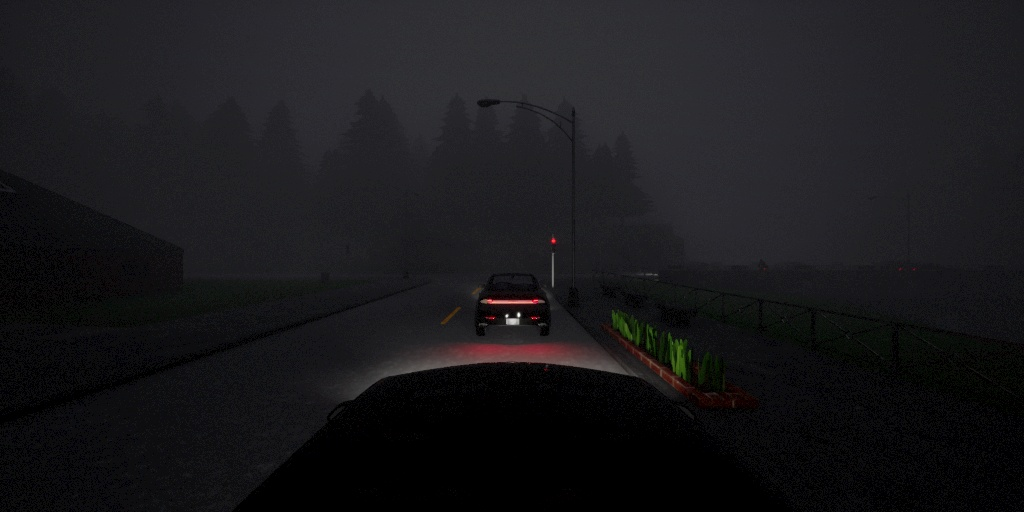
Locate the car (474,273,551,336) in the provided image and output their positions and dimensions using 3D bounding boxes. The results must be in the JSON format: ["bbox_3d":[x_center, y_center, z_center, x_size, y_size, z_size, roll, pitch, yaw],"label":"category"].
[{"bbox_3d":[0.022,1.242,10.375,2.128,1.511,4.902,0,0,0],"label":"car"}]

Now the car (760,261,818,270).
[{"bbox_3d":[29.876,1.297,38.764,5.357,1.411,2.033,0,0,0],"label":"car"}]

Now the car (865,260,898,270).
[{"bbox_3d":[40.786,1.228,38.712,5.008,1.535,1.882,0,0,0],"label":"car"}]

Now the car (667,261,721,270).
[{"bbox_3d":[19.577,1.297,38.793,5.357,1.411,2.033,0,0,0],"label":"car"}]

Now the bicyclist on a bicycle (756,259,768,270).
[{"bbox_3d":[21.220,1.099,30.390,0.582,1.620,1.656,0,0,0],"label":"bicyclist on a bicycle"}]

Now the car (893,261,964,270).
[{"bbox_3d":[40.461,1.351,34.637,4.718,1.301,1.895,0,0,0],"label":"car"}]
